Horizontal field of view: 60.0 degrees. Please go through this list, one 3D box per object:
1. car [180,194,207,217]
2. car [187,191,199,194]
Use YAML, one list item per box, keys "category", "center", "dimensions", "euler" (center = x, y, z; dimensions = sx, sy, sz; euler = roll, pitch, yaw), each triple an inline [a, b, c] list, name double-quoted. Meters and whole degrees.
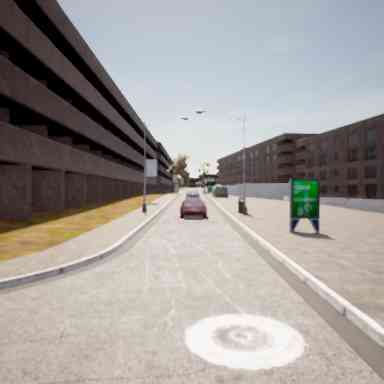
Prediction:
- category: "car"
  center: [0.109, 1.126, 25.524]
  dimensions: [1.994, 1.385, 4.181]
  euler: [0, 1, 0]
- category: "car"
  center: [0.116, 0.512, 43.567]
  dimensions: [2.033, 1.411, 5.357]
  euler: [0, 2, 0]
